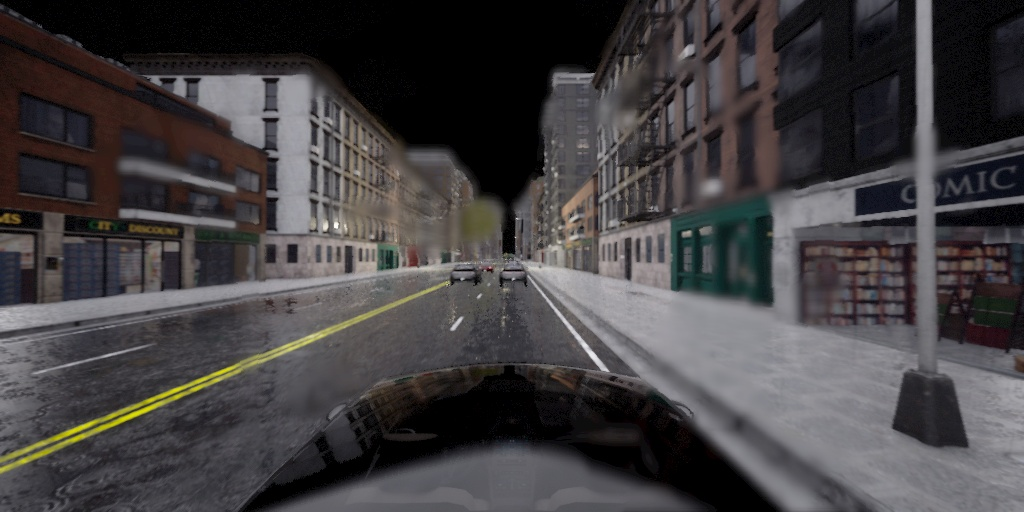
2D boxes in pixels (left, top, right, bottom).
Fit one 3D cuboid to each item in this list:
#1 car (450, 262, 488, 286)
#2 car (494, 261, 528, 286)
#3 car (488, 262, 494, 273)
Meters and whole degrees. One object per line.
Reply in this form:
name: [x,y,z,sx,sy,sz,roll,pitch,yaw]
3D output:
car: [-3.150,1.258,25.294,2.128,1.511,4.902,0,0,0]
car: [0.100,1.259,25.279,2.128,1.511,4.902,0,0,0]
car: [-3.152,1.392,44.245,1.895,1.301,4.718,0,0,0]
